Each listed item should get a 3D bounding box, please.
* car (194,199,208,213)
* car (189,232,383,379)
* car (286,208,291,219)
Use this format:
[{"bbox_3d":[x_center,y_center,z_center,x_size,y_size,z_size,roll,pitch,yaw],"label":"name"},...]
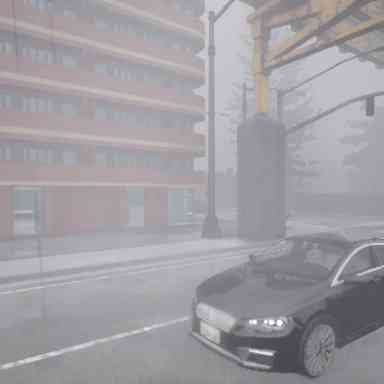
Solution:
[{"bbox_3d":[0.276,1.477,36.833,1.882,1.535,5.008,0,0,-36],"label":"car"},{"bbox_3d":[2.215,1.491,5.586,4.902,1.511,2.128,0,0,-36],"label":"car"},{"bbox_3d":[6.239,1.525,28.463,1.812,1.442,4.674,0,0,-36],"label":"car"}]
